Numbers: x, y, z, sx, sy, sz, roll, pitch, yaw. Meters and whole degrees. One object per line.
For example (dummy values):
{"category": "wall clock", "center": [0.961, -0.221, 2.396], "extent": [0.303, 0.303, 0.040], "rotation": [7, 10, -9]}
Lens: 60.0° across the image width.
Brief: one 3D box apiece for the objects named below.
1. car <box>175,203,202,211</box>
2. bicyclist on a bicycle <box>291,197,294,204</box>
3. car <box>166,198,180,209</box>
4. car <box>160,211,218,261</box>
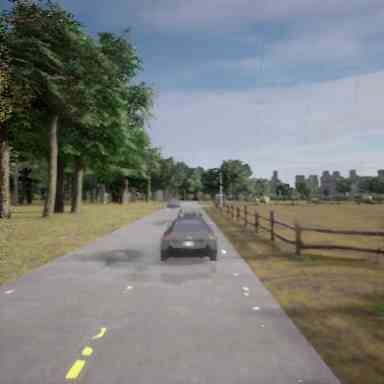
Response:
{"category": "car", "center": [-0.138, 1.781, 26.990], "extent": [1.895, 1.301, 4.718], "rotation": [-1, 0, 0]}
{"category": "bicyclist on a bicycle", "center": [19.655, 1.752, 65.253], "extent": [0.582, 1.620, 1.656], "rotation": [-1, -1, 0]}
{"category": "car", "center": [-3.029, 1.822, 54.804], "extent": [2.097, 1.767, 4.553], "rotation": [-1, -1, 0]}
{"category": "car", "center": [-0.098, 1.643, 12.687], "extent": [1.994, 1.385, 4.181], "rotation": [-1, 0, 0]}
